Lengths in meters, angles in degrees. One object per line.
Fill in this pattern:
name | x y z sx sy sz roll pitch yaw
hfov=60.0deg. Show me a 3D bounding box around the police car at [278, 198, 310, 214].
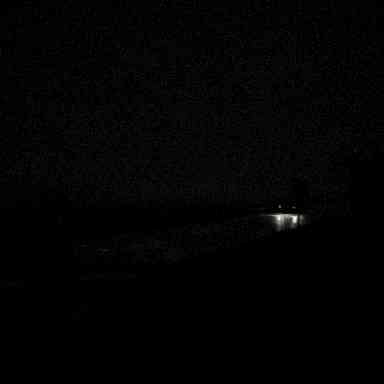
police car | 10.432 1.396 34.077 2.038 1.542 4.974 1 1 36
